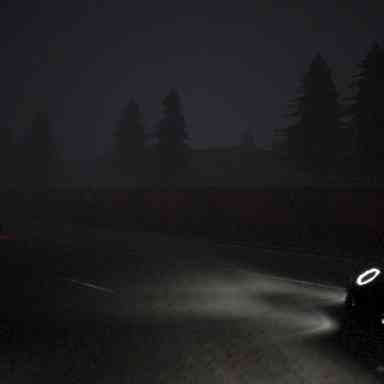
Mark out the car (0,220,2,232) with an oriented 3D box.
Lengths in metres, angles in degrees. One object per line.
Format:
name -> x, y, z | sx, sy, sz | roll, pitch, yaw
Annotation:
car -> -11.865, 1.538, 17.636 | 4.181, 1.385, 1.994 | 0, 0, 38

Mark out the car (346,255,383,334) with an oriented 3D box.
car -> 4.832, 1.379, 4.965 | 4.553, 1.767, 2.097 | 0, 0, 35
